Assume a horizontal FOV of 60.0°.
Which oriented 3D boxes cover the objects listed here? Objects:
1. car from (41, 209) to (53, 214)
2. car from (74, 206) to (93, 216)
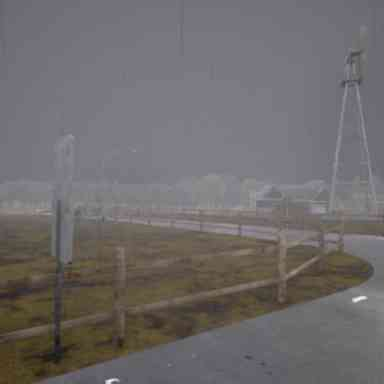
[{"bbox_3d":[-34.803,4.522,81.164,1.812,1.442,4.674,1,-4,-36],"label":"car"},{"bbox_3d":[-16.805,2.975,51.284,1.837,1.490,4.892,1,-3,-36],"label":"car"}]
